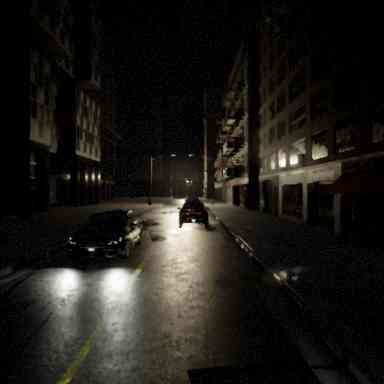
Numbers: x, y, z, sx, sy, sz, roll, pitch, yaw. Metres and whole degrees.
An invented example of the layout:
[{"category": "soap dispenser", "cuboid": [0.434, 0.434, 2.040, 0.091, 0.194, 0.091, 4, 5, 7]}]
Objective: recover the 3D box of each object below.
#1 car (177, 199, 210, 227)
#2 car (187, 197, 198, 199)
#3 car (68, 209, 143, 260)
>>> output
[{"category": "car", "cuboid": [0.094, 1.432, 22.053, 1.837, 1.490, 4.892, 0, 0, 0]}, {"category": "car", "cuboid": [0.094, 1.374, 40.130, 1.882, 1.535, 5.008, 0, 0, 0]}, {"category": "car", "cuboid": [-3.002, 1.456, 12.343, 1.837, 1.490, 4.892, 0, 0, 0]}]
